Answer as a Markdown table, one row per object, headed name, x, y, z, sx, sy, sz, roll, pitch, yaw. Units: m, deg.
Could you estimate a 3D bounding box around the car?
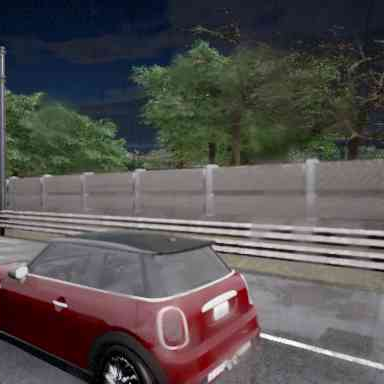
| name | x | y | z | sx | sy | sz | roll | pitch | yaw |
| --- | --- | --- | --- | --- | --- | --- | --- | --- | --- |
| car | -1.399 | 1.369 | 4.990 | 4.553 | 1.767 | 2.097 | 0 | 0 | 35 |
